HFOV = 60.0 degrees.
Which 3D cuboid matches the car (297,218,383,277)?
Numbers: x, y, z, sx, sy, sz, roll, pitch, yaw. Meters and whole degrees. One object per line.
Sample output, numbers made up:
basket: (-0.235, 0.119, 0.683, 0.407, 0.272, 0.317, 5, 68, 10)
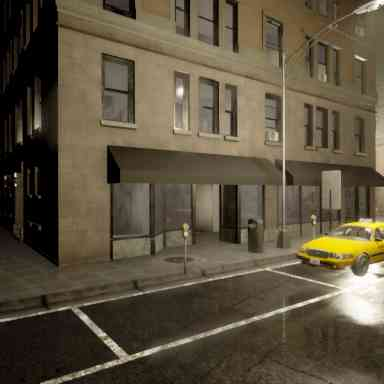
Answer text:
car: (5.234, 1.526, 10.255, 4.829, 1.417, 1.752, 0, 0, -35)
